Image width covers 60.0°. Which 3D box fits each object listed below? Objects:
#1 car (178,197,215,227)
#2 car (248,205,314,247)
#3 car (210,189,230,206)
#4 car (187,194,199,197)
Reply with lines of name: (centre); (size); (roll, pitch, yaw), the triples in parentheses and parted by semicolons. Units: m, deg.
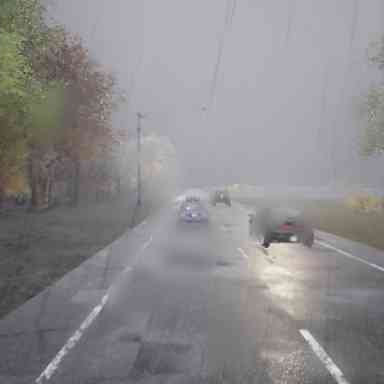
car: (0.105, 1.290, 20.573); (2.033, 1.411, 5.357); (0, 1, 0)
car: (3.576, 1.331, 14.002); (1.837, 1.490, 4.892); (0, 1, 0)
car: (3.613, 0.677, 42.732); (2.150, 2.045, 5.566); (0, 1, 0)
car: (0.115, 0.954, 50.354); (1.895, 1.301, 4.718); (0, 1, 0)
